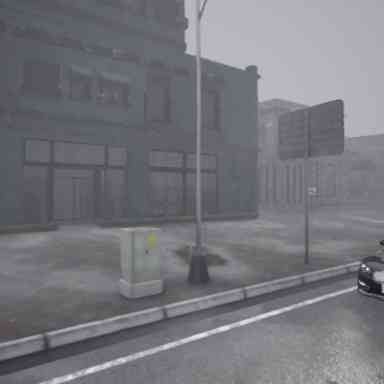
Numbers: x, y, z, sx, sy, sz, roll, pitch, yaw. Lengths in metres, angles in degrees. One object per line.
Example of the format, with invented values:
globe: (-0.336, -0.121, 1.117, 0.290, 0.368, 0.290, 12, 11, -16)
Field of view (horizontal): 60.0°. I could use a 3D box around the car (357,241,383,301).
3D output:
car: (5.579, 1.513, 7.358, 4.902, 1.511, 2.128, 0, 0, -35)
